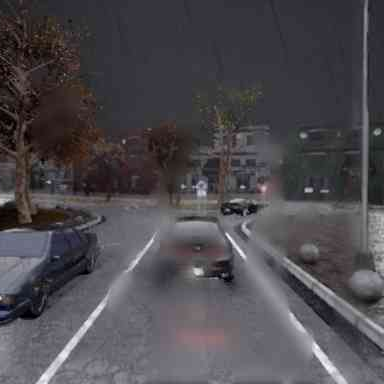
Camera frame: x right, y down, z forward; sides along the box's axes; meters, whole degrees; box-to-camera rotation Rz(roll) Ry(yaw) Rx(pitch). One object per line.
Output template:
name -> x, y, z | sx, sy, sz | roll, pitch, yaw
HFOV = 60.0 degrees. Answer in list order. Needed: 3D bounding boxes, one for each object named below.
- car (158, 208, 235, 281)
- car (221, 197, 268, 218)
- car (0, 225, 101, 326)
car -> 0.103, 1.442, 9.634 | 1.837, 1.490, 4.892 | 0, 1, 0
car -> 4.410, 1.174, 27.336 | 1.882, 1.535, 5.008 | 0, 1, 42
car -> -3.577, 1.501, 7.511 | 2.033, 1.411, 5.357 | 0, 0, 0
